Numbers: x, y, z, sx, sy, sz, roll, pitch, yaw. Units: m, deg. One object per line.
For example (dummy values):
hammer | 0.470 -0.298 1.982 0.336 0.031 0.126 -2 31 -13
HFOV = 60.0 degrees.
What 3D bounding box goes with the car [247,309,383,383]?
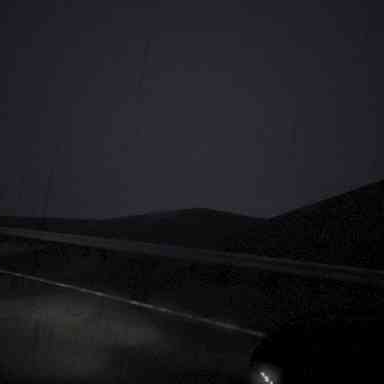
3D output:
car | 2.689 1.485 1.967 4.902 1.511 2.128 0 0 36
